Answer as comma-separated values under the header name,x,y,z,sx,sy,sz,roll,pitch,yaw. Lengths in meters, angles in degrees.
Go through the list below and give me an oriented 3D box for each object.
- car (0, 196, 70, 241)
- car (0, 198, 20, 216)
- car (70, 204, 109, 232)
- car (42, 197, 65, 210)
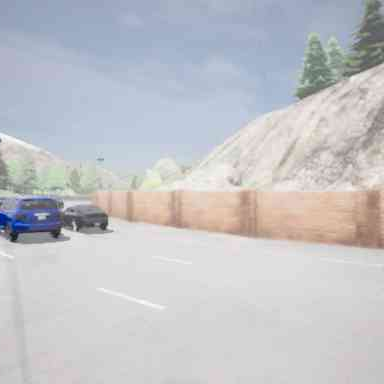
name,x,y,z,sx,sy,sz,roll,pitch,yaw
car,-8.403,1.212,16.808,2.150,2.045,5.566,0,0,-41
car,-18.438,1.439,33.260,1.882,1.535,5.008,0,0,-24
car,-6.727,1.509,20.118,1.837,1.490,4.892,-1,1,-39
car,-18.040,1.491,43.650,1.837,1.490,4.892,-1,1,-11
